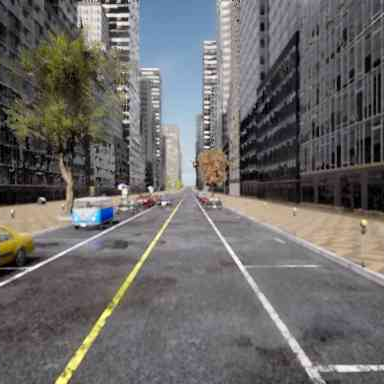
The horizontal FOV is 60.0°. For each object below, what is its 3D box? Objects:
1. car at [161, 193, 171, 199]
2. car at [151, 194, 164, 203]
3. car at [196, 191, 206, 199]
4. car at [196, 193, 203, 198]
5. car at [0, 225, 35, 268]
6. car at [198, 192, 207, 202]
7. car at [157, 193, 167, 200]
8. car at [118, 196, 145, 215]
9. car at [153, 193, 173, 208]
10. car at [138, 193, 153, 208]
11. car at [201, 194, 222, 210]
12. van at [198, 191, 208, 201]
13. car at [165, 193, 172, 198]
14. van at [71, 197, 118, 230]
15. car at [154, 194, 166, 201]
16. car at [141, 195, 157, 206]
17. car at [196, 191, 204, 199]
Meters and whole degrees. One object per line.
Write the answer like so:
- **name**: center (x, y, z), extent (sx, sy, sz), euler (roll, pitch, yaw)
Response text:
- **car**: center (-6.406, 0.951, 82.323), extent (1.947, 1.339, 4.313), euler (0, 0, 0)
- **car**: center (-6.208, 1.109, 59.654), extent (1.887, 1.381, 4.507), euler (0, 0, 0)
- **car**: center (2.022, 0.697, 76.726), extent (2.192, 1.841, 5.009), euler (0, 0, 0)
- **car**: center (1.925, 0.873, 88.063), extent (1.802, 1.307, 4.206), euler (0, 0, 0)
- **car**: center (-5.761, 1.490, 8.475), extent (1.752, 1.417, 4.829), euler (0, 0, 0)
- **car**: center (2.271, 1.149, 48.390), extent (1.887, 1.381, 4.507), euler (0, 0, 0)
- **car**: center (-6.306, 1.001, 70.818), extent (1.752, 1.417, 4.829), euler (0, 0, 0)
- **car**: center (-5.960, 1.336, 31.315), extent (2.008, 1.369, 4.403), euler (0, 0, 0)
- **car**: center (-3.364, 1.176, 42.186), extent (2.128, 1.511, 4.902), euler (0, 0, 0)
- **car**: center (-6.061, 1.012, 42.649), extent (2.192, 1.841, 5.009), euler (0, 0, 0)
- **car**: center (2.370, 1.244, 37.055), extent (2.008, 1.369, 4.403), euler (0, 0, 0)
- **van**: center (2.121, 0.812, 65.391), extent (1.690, 1.788, 3.998), euler (0, 0, 0)
- **car**: center (-6.505, 0.876, 93.659), extent (1.802, 1.307, 4.206), euler (0, 0, 0)
- **van**: center (-5.863, 1.215, 19.979), extent (1.690, 1.788, 3.998), euler (0, 0, 0)
- **car**: center (-6.258, 1.085, 65.321), extent (1.947, 1.339, 4.313), euler (0, 0, 0)
- **car**: center (-6.108, 1.179, 48.148), extent (1.752, 1.417, 4.829), euler (0, 0, 0)
- **car**: center (2.172, 1.060, 59.725), extent (1.887, 1.381, 4.507), euler (0, 0, 0)
